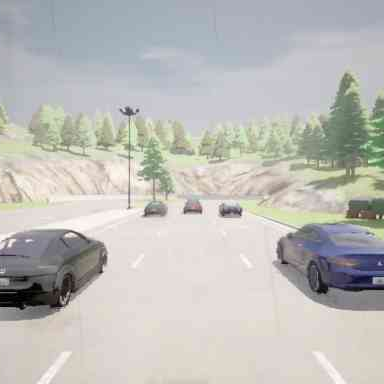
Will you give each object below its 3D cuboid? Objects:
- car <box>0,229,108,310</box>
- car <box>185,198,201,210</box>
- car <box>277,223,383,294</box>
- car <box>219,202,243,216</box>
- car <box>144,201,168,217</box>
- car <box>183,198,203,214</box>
[{"bbox_3d":[-3.399,1.562,7.886,1.994,1.385,4.181,0,0,0],"label":"car"},{"bbox_3d":[0.166,1.535,44.505,2.033,1.411,5.357,0,0,1],"label":"car"},{"bbox_3d":[3.602,1.523,8.651,1.812,1.442,4.674,0,0,0],"label":"car"},{"bbox_3d":[3.608,1.592,31.870,1.895,1.301,4.718,0,0,0],"label":"car"},{"bbox_3d":[-3.391,1.555,31.659,1.994,1.385,4.181,0,0,0],"label":"car"},{"bbox_3d":[0.108,1.554,35.257,1.994,1.385,4.181,0,0,0],"label":"car"}]
